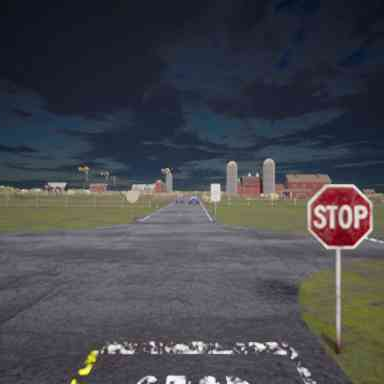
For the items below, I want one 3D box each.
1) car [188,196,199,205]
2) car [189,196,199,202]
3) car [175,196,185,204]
[{"bbox_3d":[0.354,1.518,60.633,1.812,1.442,4.674,0,0,0],"label":"car"},{"bbox_3d":[0.412,1.469,70.701,1.895,1.301,4.718,0,0,0],"label":"car"},{"bbox_3d":[-2.368,1.497,65.684,1.837,1.490,4.892,0,0,0],"label":"car"}]
